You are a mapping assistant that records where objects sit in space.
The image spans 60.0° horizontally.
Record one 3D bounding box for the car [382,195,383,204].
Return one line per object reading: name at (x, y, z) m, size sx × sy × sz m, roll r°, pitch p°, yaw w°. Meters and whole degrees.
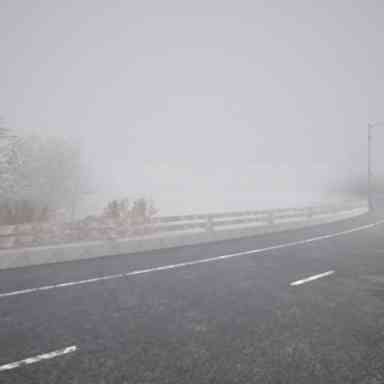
car at (34.377, 1.079, 57.128) m, size 2.150 × 2.045 × 5.566 m, roll 0°, pitch 0°, yaw 19°
